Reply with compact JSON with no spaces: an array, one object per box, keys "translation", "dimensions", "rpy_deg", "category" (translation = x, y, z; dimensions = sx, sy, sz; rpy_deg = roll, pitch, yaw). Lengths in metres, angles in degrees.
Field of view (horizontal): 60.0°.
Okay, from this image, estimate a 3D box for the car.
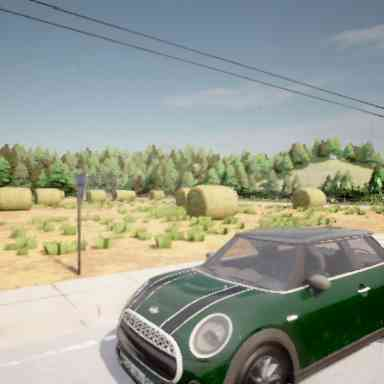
[{"translation":[1.246,1.354,4.876],"dimensions":[4.553,1.767,2.097],"rpy_deg":[0,0,-35],"category":"car"}]
